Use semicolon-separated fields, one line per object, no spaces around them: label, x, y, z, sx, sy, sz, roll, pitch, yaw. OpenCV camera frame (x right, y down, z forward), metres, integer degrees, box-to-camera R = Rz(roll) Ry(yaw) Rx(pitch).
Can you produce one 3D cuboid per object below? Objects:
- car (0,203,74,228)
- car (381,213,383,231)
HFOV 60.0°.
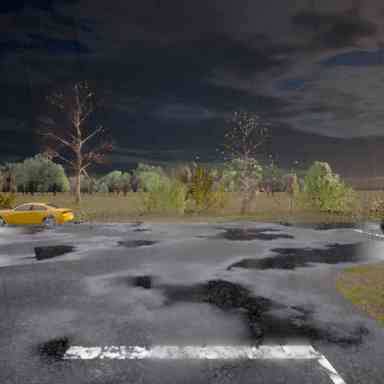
car;-10.258;1.441;21.376;5.008;1.535;1.882;0;0;-2
car;11.565;1.282;14.977;5.566;2.045;2.150;0;0;-2
